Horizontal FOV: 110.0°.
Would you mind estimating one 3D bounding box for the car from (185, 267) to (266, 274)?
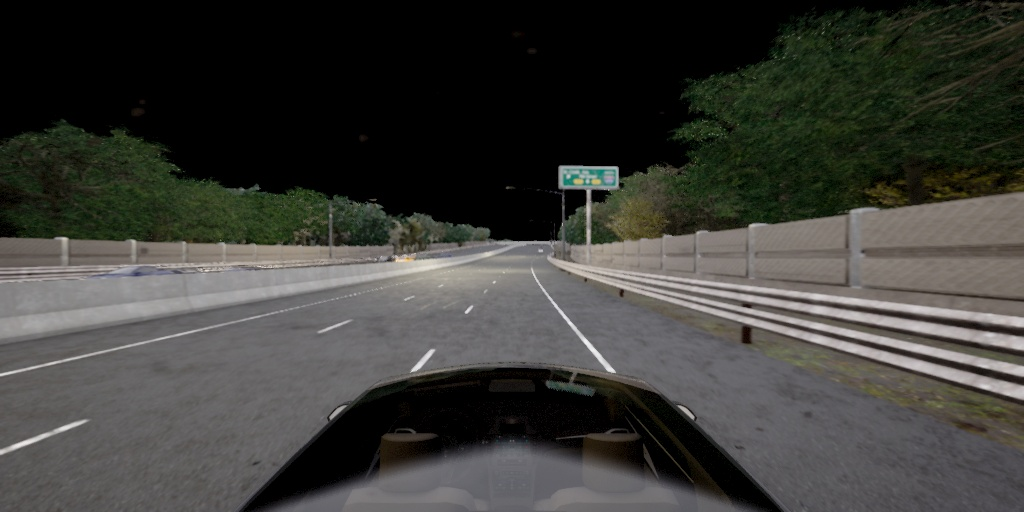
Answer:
[{"bbox_3d":[-17.380,1.393,23.026,2.033,1.411,5.357,0,0,1],"label":"car"}]

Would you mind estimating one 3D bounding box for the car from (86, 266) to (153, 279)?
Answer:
[{"bbox_3d":[-24.375,1.367,23.099,1.812,1.442,4.674,0,0,1],"label":"car"}]

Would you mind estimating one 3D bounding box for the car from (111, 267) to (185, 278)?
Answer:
[{"bbox_3d":[-20.898,1.445,22.033,1.895,1.301,4.718,0,0,1],"label":"car"}]
